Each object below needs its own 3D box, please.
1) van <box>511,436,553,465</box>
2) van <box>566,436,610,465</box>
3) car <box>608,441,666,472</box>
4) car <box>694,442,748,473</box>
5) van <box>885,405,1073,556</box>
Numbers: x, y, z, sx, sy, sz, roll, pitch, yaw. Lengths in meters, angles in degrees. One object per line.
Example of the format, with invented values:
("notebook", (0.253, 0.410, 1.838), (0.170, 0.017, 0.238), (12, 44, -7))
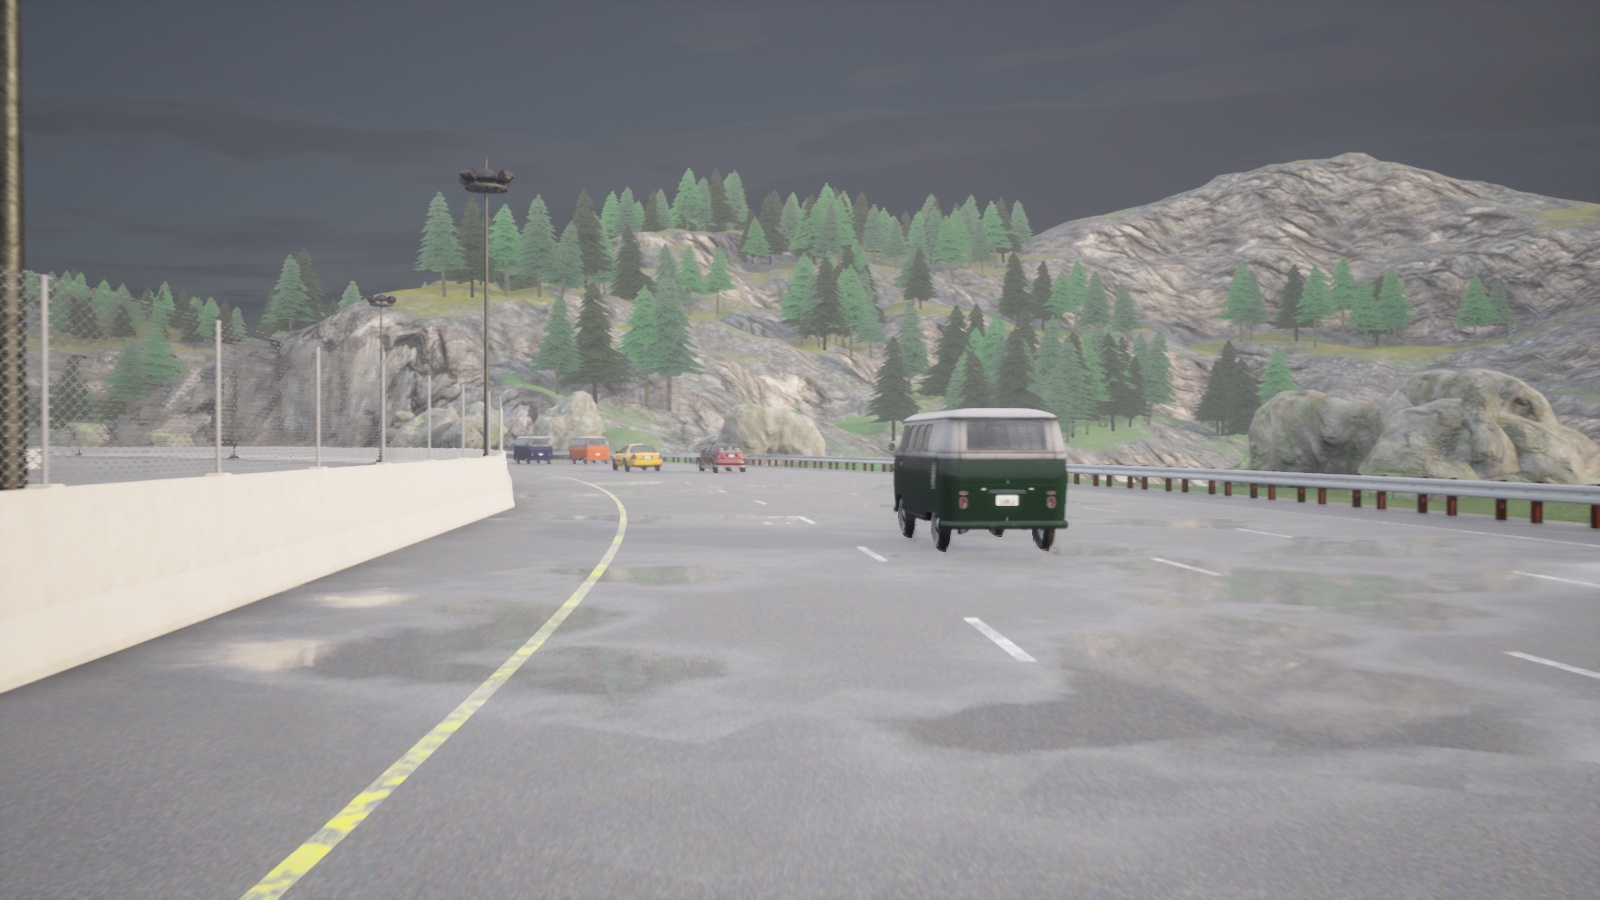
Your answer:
("van", (-18.927, -0.010, 88.596), (1.775, 1.987, 4.442), (0, 0, -28))
("van", (-14.969, -0.008, 88.602), (1.775, 1.987, 4.442), (0, 0, -28))
("car", (-8.602, 0.310, 65.920), (1.801, 1.575, 5.366), (0, 0, -21))
("car", (-4.027, 0.365, 63.596), (1.789, 1.549, 3.705), (0, 0, -20))
("van", (2.519, 0.394, 18.804), (1.775, 1.987, 4.442), (0, 0, -6))
